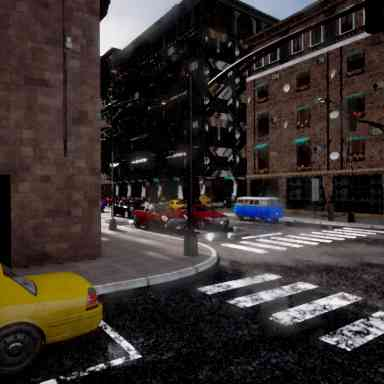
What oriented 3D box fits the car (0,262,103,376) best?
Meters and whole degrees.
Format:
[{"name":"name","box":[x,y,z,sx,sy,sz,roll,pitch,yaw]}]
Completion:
[{"name":"car","box":[-3.590,1.525,4.004,4.829,1.417,1.752,0,0,-36]}]

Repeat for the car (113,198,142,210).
[{"name":"car","box":[-8.423,1.464,43.234,1.887,1.381,4.507,-1,0,-36]}]

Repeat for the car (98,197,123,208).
[{"name":"car","box":[-11.752,1.464,47.813,1.887,1.381,4.507,-1,0,-36]}]

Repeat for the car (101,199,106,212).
[{"name":"car","box":[-11.910,1.183,38.195,2.150,2.045,5.566,-1,0,-36]}]

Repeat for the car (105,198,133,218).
[{"name":"car","box":[-5.640,1.473,29.555,1.837,1.490,4.892,-1,0,-36]}]

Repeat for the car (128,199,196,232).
[{"name":"car","box":[-1.895,1.441,20.004,1.967,1.590,4.097,0,0,-36]}]

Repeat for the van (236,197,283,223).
[{"name":"van","box":[4.894,1.281,24.917,1.690,1.788,3.998,0,0,-36]}]

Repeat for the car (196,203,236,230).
[{"name":"car","box":[0.404,1.508,21.248,1.812,1.442,4.674,-1,0,-34]}]
